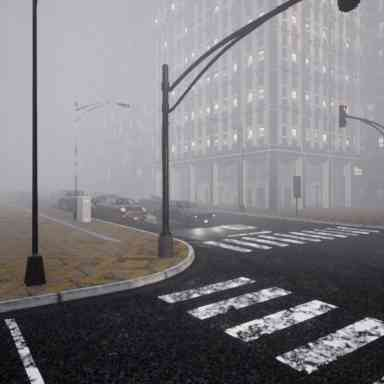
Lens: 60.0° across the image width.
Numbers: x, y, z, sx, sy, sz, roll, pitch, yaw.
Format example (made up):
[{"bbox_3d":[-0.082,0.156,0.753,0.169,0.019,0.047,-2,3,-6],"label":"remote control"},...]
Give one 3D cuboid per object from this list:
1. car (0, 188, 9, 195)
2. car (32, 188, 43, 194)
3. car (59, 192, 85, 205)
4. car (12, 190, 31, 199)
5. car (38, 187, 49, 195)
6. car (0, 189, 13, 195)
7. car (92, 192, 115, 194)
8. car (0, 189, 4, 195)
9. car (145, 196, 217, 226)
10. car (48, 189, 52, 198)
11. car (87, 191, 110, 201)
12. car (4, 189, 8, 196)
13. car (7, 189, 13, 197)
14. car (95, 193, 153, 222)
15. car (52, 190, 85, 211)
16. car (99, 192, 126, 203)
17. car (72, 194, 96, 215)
[{"bbox_3d":[-43.541,-0.112,76.622,1.887,1.381,4.507,1,0,-36],"label":"car"},{"bbox_3d":[-40.019,-0.213,86.102,1.947,1.339,4.313,1,0,-36],"label":"car"},{"bbox_3d":[-14.786,0.744,40.894,1.812,1.442,4.674,0,1,-35],"label":"car"},{"bbox_3d":[-27.324,0.422,53.955,1.887,1.381,4.507,1,0,-36],"label":"car"},{"bbox_3d":[-33.529,-0.020,77.031,1.887,1.381,4.507,1,0,-36],"label":"car"},{"bbox_3d":[-40.298,0.016,72.089,1.947,1.339,4.313,1,0,-36],"label":"car"},{"bbox_3d":[-7.312,0.956,30.417,2.128,1.511,4.902,0,1,-36],"label":"car"},{"bbox_3d":[-37.054,0.107,67.556,2.008,1.369,4.403,1,0,-36],"label":"car"},{"bbox_3d":[-0.695,1.232,21.180,2.033,1.411,5.357,0,1,-34],"label":"car"},{"bbox_3d":[-23.115,0.378,58.000,1.812,1.442,4.674,0,1,-36],"label":"car"},{"bbox_3d":[-14.062,0.644,49.821,1.947,1.339,4.313,1,0,-36],"label":"car"},{"bbox_3d":[-33.811,0.208,63.022,1.887,1.381,4.507,1,0,-36],"label":"car"},{"bbox_3d":[-30.567,0.321,58.489,2.008,1.369,4.403,1,0,-36],"label":"car"},{"bbox_3d":[-4.617,1.069,22.222,1.967,1.590,4.097,1,0,-36],"label":"car"},{"bbox_3d":[-11.101,0.729,31.288,2.192,1.841,5.009,1,0,-36],"label":"car"},{"bbox_3d":[-10.915,0.707,45.425,1.752,1.417,4.829,1,0,-36],"label":"car"},{"bbox_3d":[-7.864,1.103,26.756,1.802,1.307,4.206,1,0,-36],"label":"car"}]
